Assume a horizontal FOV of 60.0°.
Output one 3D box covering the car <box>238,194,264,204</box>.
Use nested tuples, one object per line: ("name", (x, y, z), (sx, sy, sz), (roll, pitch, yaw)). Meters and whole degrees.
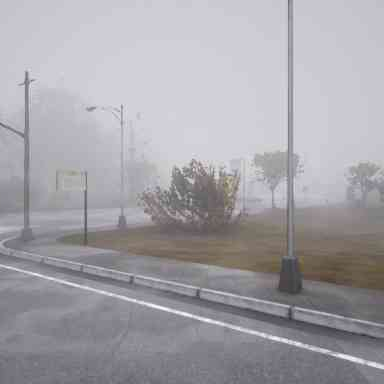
("car", (10.175, 1.325, 55.702), (1.895, 1.301, 4.718), (0, 1, 37))

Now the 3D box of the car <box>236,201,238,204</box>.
("car", (7.415, 1.078, 57.856), (2.097, 1.767, 4.553), (0, 1, 37))
